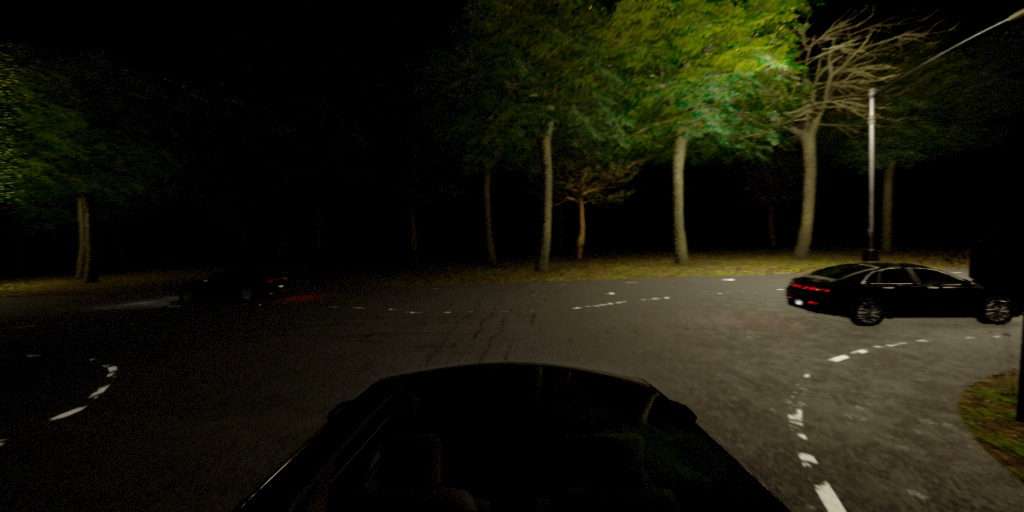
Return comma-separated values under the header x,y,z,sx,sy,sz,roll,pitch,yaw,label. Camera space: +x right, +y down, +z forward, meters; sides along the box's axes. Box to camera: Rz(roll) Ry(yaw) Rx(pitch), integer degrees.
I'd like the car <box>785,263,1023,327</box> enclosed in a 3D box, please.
x,y,z,sx,sy,sz,roll,pitch,yaw,label
10.150,0.932,9.512,4.892,1.490,1.837,-2,3,4,car

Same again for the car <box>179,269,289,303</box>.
x,y,z,sx,sy,sz,roll,pitch,yaw,label
-14.047,1.440,18.174,5.008,1.535,1.882,-2,3,4,car
